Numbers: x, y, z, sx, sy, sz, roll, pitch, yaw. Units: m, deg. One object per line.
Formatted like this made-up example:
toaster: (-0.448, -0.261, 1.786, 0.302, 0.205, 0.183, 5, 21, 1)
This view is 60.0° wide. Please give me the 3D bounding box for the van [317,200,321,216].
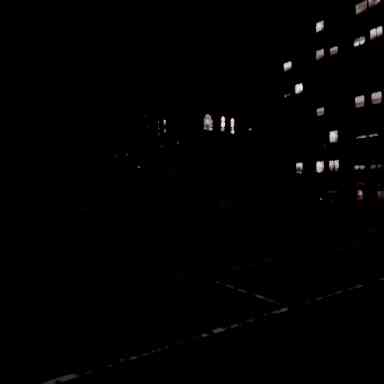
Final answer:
van: (10.597, 1.647, 32.602, 1.690, 1.788, 3.998, -1, 0, -36)
